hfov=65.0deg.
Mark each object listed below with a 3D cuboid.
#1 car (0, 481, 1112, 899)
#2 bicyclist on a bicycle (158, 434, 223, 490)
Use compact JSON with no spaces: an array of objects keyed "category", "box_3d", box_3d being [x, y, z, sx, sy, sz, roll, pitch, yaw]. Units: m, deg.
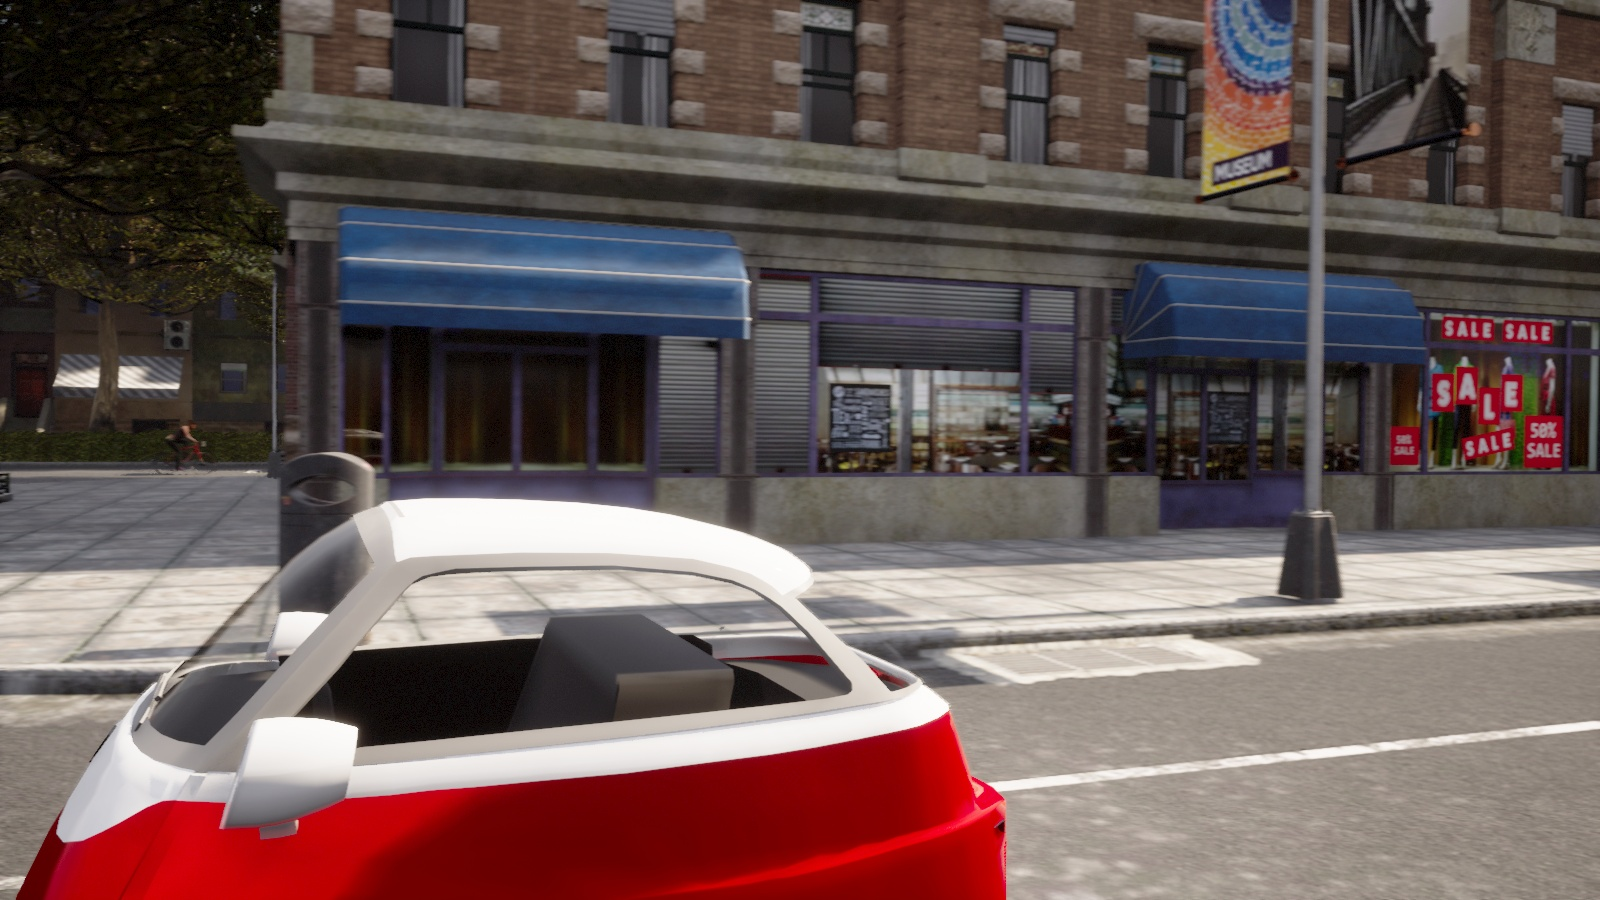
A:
[{"category":"car","box_3d":[-0.623,0.810,3.003,2.207,1.376,1.481,-1,1,-21]},{"category":"bicyclist on a bicycle","box_3d":[-17.981,0.342,37.073,1.656,1.620,0.582,-1,1,-21]}]
